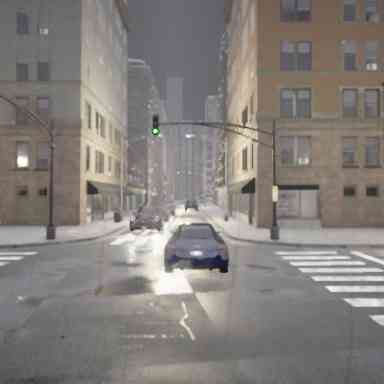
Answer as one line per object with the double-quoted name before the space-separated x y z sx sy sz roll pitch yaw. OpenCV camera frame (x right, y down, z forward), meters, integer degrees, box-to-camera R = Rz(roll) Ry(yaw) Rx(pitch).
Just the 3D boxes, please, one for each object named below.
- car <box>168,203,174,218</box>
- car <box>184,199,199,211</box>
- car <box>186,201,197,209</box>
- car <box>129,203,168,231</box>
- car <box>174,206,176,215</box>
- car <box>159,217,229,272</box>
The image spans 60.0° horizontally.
"car" -3.111 2.045 32.633 1.837 1.490 4.892 0 -1 0
"car" -0.096 2.144 55.129 2.150 2.045 5.566 0 -1 0
"car" -0.135 2.587 65.513 2.128 1.511 4.902 0 -1 0
"car" -3.076 1.740 23.540 2.097 1.767 4.553 0 -1 0
"car" -3.106 2.199 42.611 2.128 1.511 4.902 0 -1 0
"car" 0.134 1.758 11.527 1.994 1.385 4.181 0 -1 0
